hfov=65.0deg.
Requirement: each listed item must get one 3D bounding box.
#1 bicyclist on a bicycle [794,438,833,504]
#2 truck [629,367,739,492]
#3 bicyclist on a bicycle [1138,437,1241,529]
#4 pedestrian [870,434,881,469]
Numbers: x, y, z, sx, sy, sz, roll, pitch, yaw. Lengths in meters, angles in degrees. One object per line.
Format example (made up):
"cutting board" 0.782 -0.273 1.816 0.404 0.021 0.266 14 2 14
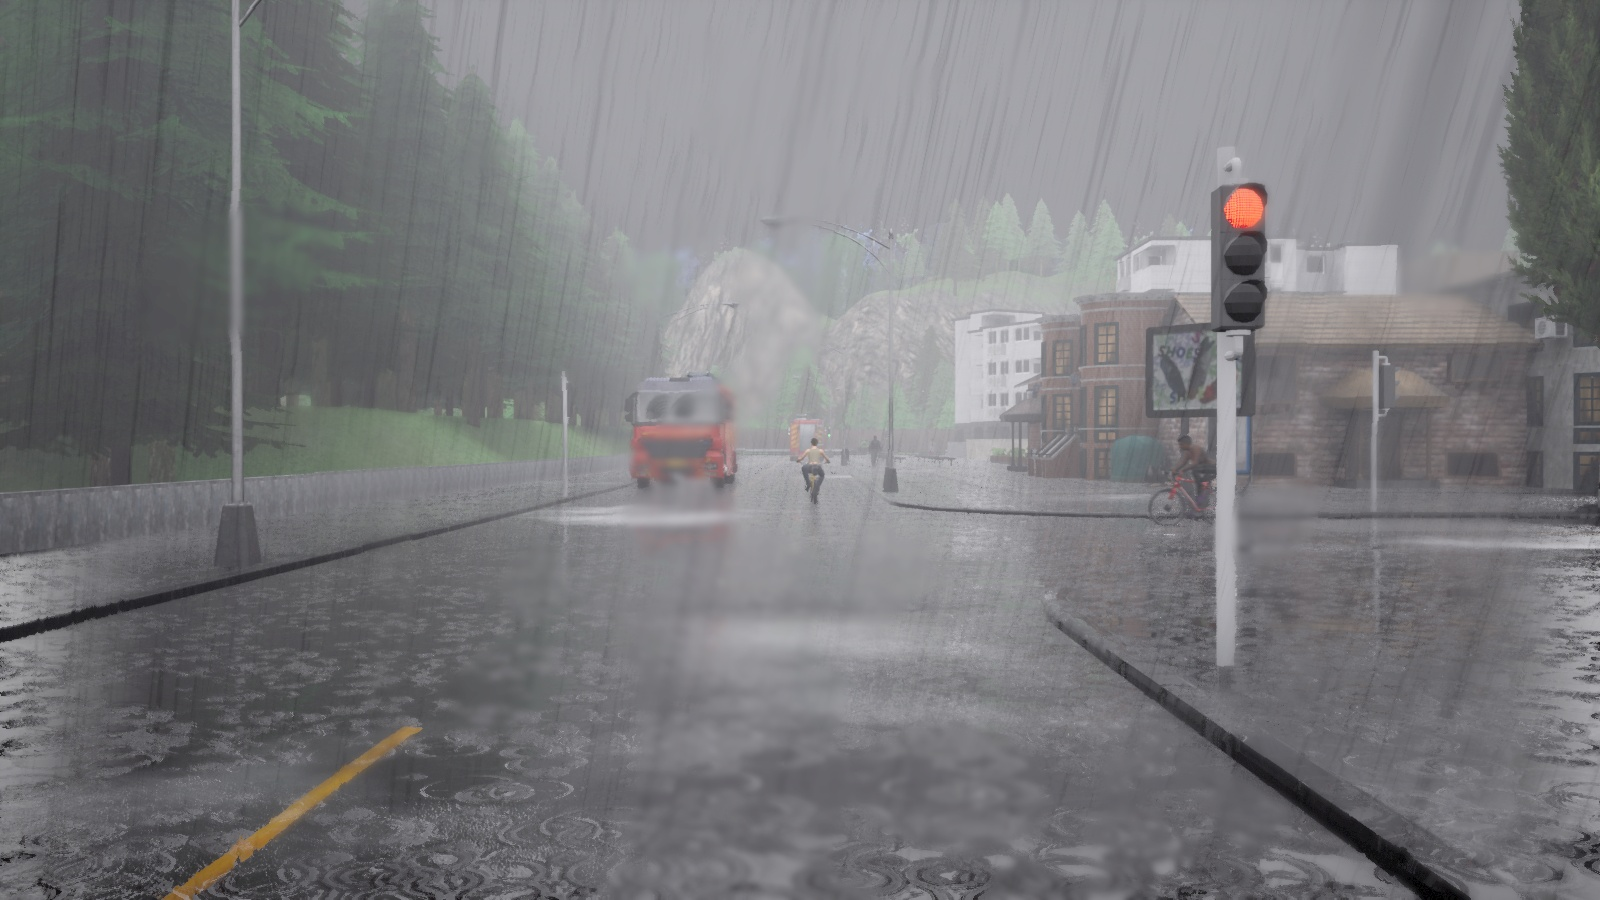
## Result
"bicyclist on a bicycle" 0.329 0.507 31.258 0.866 1.612 1.509 0 0 -3
"truck" -3.747 -0.663 42.553 2.891 3.827 8.468 0 0 0
"bicyclist on a bicycle" 6.942 0.577 22.398 1.656 1.620 0.582 0 1 -4
"pedestrian" 4.131 0.071 68.806 0.563 1.883 0.849 0 0 1
